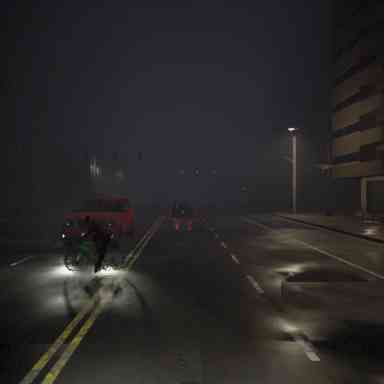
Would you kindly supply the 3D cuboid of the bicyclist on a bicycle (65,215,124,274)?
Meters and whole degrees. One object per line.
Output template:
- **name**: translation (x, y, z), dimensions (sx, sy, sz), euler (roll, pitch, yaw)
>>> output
- **bicyclist on a bicycle**: translation (-2.740, 1.455, 9.302), dimensions (1.656, 1.620, 0.582), euler (-2, 0, -2)

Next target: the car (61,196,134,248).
- **car**: translation (-4.013, 1.220, 15.172), dimensions (2.150, 2.045, 5.566), euler (0, 0, -1)

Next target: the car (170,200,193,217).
- **car**: translation (-0.971, 1.491, 31.543), dimensions (2.128, 1.511, 4.902), euler (0, 0, -4)

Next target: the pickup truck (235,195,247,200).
- **pickup truck**: translation (13.861, 1.058, 90.876), dimensions (2.390, 2.098, 6.274), euler (0, 0, 29)

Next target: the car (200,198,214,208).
- **car**: translation (2.151, 1.547, 48.476), dimensions (2.033, 1.411, 5.357), euler (0, 0, -3)
